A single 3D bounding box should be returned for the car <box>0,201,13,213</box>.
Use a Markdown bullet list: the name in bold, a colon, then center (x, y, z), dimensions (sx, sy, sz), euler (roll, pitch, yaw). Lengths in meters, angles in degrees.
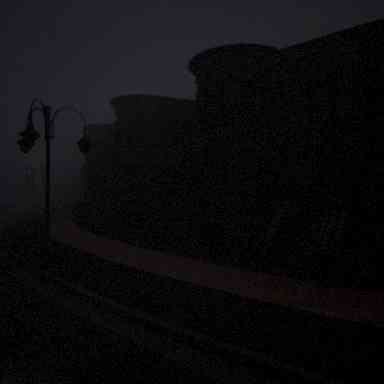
- **car**: center (-21.846, 1.703, 37.797), dimensions (1.895, 1.301, 4.718), euler (0, 0, -15)
